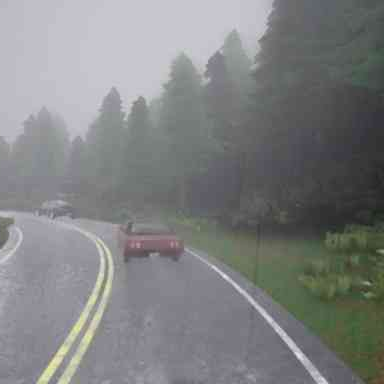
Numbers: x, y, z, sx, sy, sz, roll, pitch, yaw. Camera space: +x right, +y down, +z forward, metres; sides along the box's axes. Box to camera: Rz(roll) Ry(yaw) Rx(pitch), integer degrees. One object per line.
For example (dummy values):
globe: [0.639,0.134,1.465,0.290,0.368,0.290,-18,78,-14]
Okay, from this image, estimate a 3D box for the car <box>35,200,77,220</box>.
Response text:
car: [-11.253,1.424,27.446,4.892,1.490,1.837,2,-3,44]

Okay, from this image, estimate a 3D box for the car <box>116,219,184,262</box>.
car: [-1.740,1.654,12.300,1.895,1.301,4.718,2,-1,-16]
